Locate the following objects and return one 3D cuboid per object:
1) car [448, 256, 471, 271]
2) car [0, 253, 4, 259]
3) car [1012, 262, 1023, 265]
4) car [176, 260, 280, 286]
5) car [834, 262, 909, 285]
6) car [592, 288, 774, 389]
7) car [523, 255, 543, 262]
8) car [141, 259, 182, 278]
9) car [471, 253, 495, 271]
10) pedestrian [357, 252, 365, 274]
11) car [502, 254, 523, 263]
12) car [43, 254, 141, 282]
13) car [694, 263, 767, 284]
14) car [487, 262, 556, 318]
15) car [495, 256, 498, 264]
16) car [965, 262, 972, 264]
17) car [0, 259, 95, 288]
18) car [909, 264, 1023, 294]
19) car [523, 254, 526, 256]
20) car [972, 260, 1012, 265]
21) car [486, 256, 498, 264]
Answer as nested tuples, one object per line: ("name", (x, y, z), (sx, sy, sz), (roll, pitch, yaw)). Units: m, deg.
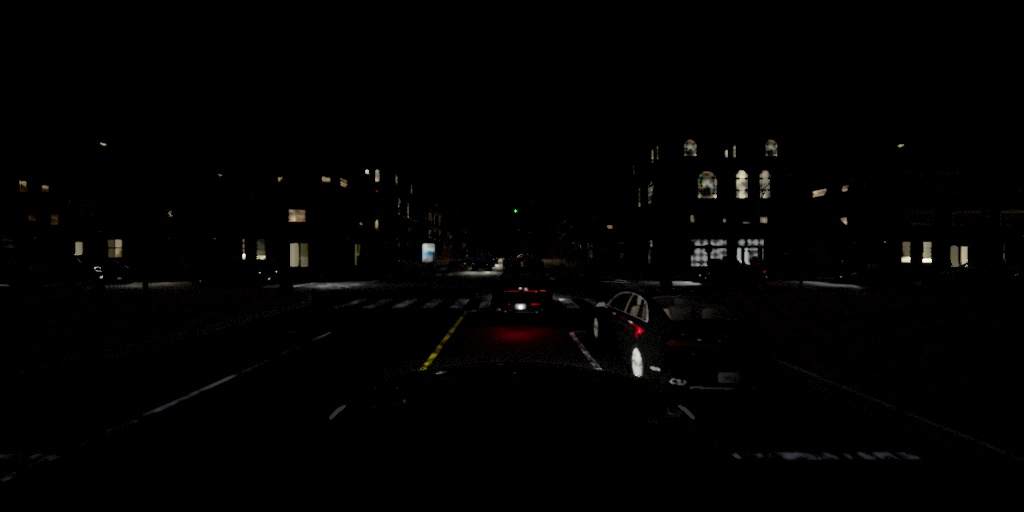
("car", (-5.861, 0.889, 38.985), (1.802, 1.307, 4.207), (0, 0, 0))
("car", (-31.030, 0.703, 18.952), (5.009, 1.841, 2.192), (0, 0, 1))
("car", (29.102, 1.124, 18.310), (4.097, 1.591, 1.967), (0, 0, 1))
("car", (-16.659, 1.039, 21.384), (4.718, 1.301, 1.895), (0, 0, 1))
("car", (24.524, 1.148, 24.146), (4.674, 1.442, 1.812), (0, 0, 1))
("car", (2.670, 1.243, 6.623), (2.007, 1.370, 4.403), (0, 0, 0))
("car", (2.519, 0.874, 39.011), (1.948, 1.339, 4.313), (0, 0, 0))
("car", (-25.571, 0.884, 27.274), (4.829, 1.417, 1.751), (0, 0, 1))
("car", (-3.258, 0.777, 39.660), (1.882, 1.535, 5.008), (0, 1, 1))
("pedestrian", (-12.681, 0.540, 30.074), (0.375, 1.860, 0.375), (0, 0, 1))
("car", (-0.072, 0.784, 39.108), (1.882, 1.535, 5.008), (0, 1, 0))
("car", (-25.707, 0.748, 21.480), (4.553, 1.767, 2.097), (0, 0, 1))
("car", (14.708, 1.135, 24.248), (4.181, 1.385, 1.994), (0, 0, 0))
("car", (0.433, 1.128, 12.390), (1.837, 1.490, 4.892), (0, 1, 5))
("car", (-3.284, 0.693, 49.070), (1.837, 1.490, 4.892), (0, 1, 0))
("car", (34.728, 1.099, 26.631), (4.097, 1.591, 1.967), (0, 0, 1))
("car", (-25.493, 0.964, 18.893), (4.403, 1.370, 2.007), (0, 0, 1))
("car", (23.568, 1.237, 18.334), (4.207, 1.307, 1.802), (0, 0, 1))
("car", (2.468, 0.760, 50.052), (1.802, 1.307, 4.207), (0, 0, 0))
("car", (34.768, 1.155, 24.021), (5.008, 1.535, 1.882), (0, 0, 1))
("car", (-3.265, 0.669, 59.285), (1.895, 1.301, 4.718), (0, 1, 0))
